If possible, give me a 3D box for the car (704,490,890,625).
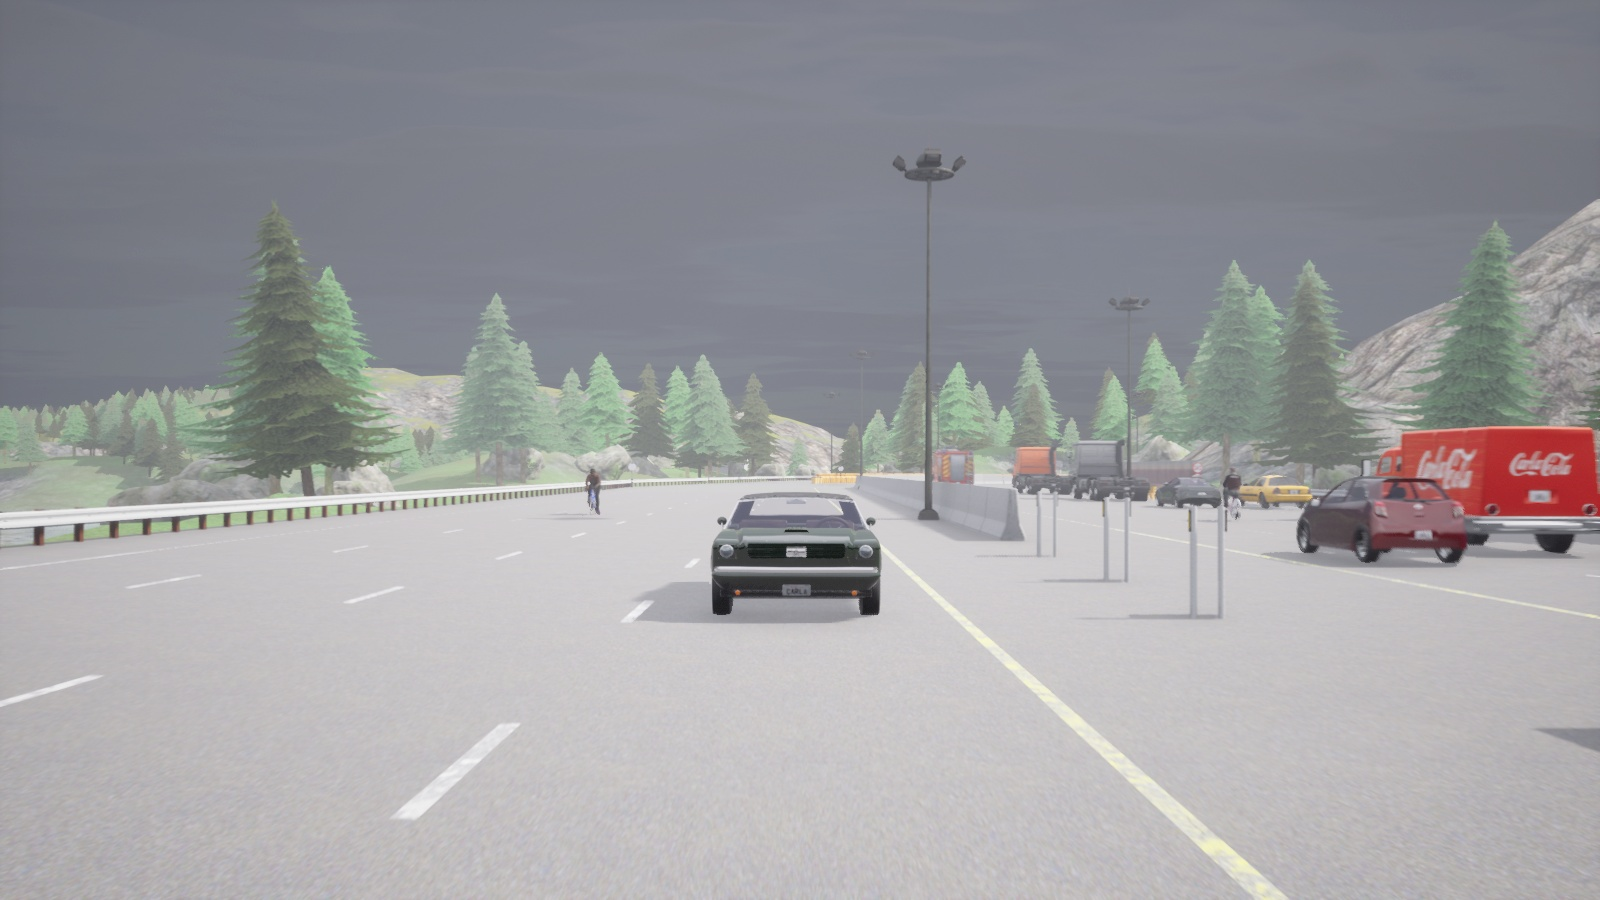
[{"bbox_3d":[-0.035,1.170,15.192,1.895,1.301,4.718,0,-1,0],"label":"car"}]

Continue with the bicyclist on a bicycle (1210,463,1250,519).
[{"bbox_3d":[13.904,1.310,40.657,0.659,1.776,1.843,0,-1,0],"label":"bicyclist on a bicycle"}]

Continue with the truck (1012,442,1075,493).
[{"bbox_3d":[17.200,1.258,89.250,2.891,3.462,7.936,0,-1,0],"label":"truck"}]

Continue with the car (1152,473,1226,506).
[{"bbox_3d":[17.369,1.752,56.307,1.994,1.385,4.181,0,-1,0],"label":"car"}]

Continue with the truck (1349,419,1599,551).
[{"bbox_3d":[13.937,0.707,26.245,2.627,2.467,5.204,0,-1,0],"label":"truck"}]

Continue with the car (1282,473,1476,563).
[{"bbox_3d":[10.446,1.170,22.945,1.845,1.501,3.633,0,-1,0],"label":"car"}]

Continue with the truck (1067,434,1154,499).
[{"bbox_3d":[17.297,0.944,70.543,2.891,3.462,7.936,0,-1,0],"label":"truck"}]

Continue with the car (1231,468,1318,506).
[{"bbox_3d":[20.869,1.599,55.462,1.801,1.575,5.366,0,-1,0],"label":"car"}]
